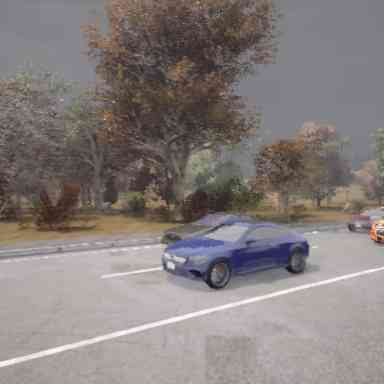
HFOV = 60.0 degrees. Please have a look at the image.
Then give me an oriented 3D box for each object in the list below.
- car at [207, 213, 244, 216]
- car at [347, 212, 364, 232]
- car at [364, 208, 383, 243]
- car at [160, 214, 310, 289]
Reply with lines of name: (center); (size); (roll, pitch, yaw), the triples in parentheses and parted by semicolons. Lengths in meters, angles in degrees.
car: (1.410, 1.569, 13.578); (5.357, 1.411, 2.033); (1, 0, -35)
car: (11.653, 1.770, 20.816); (4.674, 1.442, 1.812); (1, 0, -35)
car: (10.487, 1.546, 15.710); (4.553, 1.767, 2.097); (1, 0, -35)
car: (1.401, 1.530, 9.278); (4.674, 1.442, 1.812); (1, 0, -35)
